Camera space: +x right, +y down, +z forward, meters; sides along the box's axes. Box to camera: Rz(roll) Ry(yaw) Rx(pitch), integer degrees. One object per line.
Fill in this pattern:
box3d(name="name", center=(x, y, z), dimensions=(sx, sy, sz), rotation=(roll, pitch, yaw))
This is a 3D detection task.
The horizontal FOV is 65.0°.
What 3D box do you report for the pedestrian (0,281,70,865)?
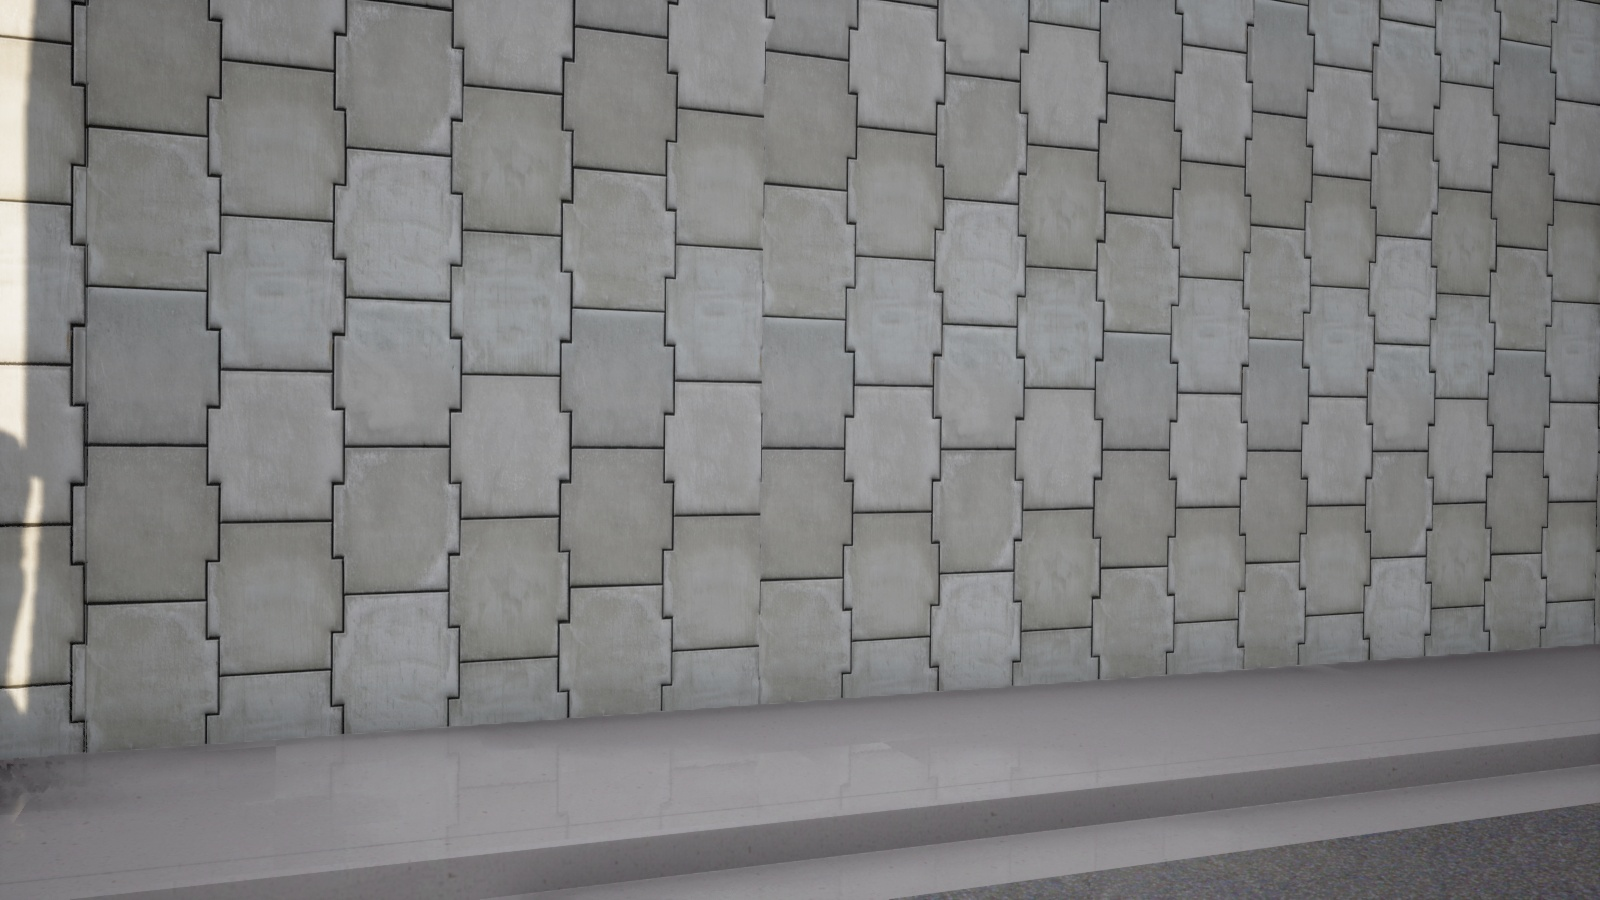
box3d(name="pedestrian", center=(-2.992, 0.416, 4.282), dimensions=(0.788, 1.949, 0.423), rotation=(-1, 1, -23))
